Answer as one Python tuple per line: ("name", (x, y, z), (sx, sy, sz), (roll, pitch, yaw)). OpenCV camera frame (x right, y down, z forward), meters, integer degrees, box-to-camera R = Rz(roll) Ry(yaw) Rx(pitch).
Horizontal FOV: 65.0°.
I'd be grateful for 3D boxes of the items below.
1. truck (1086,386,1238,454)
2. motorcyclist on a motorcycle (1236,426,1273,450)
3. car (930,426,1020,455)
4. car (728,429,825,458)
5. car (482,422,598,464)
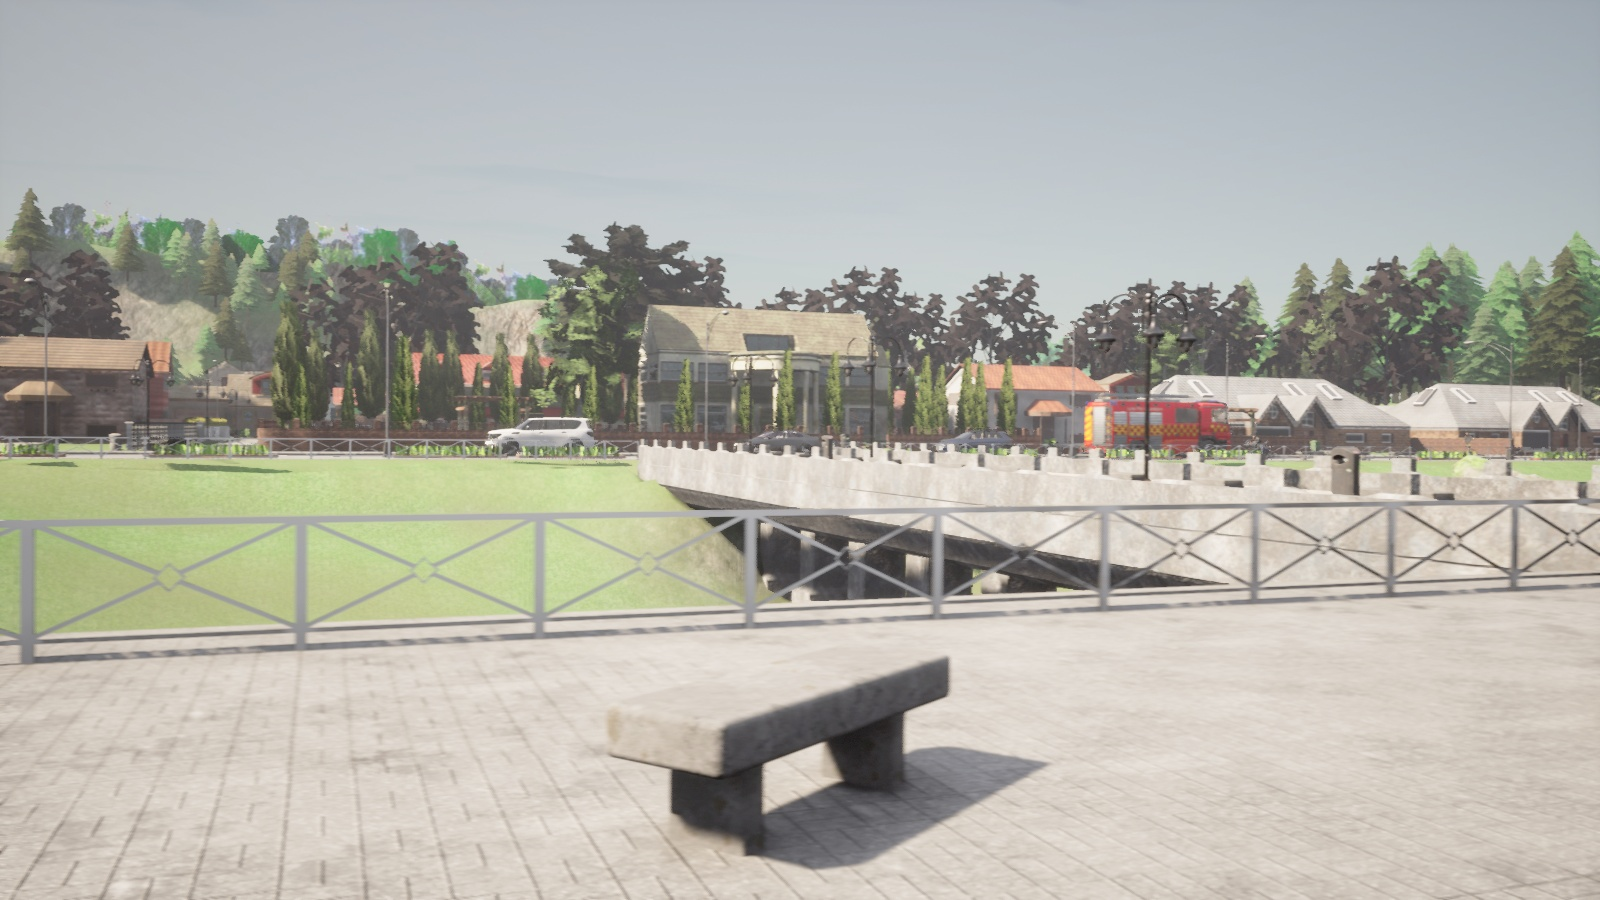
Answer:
("truck", (21.216, -1.792, 73.505), (8.468, 3.827, 2.891), (-1, 1, -21))
("motorcyclist on a motorcycle", (29.290, -0.799, 80.861), (2.191, 1.530, 0.866), (-1, 1, -21))
("car", (10.242, -0.581, 73.633), (4.856, 1.649, 2.033), (-1, 1, -21))
("car", (-1.294, -0.359, 69.257), (4.902, 1.511, 2.128), (-1, 1, -21))
("car", (-13.377, -0.391, 64.669), (5.566, 2.045, 2.150), (-1, 1, -21))
